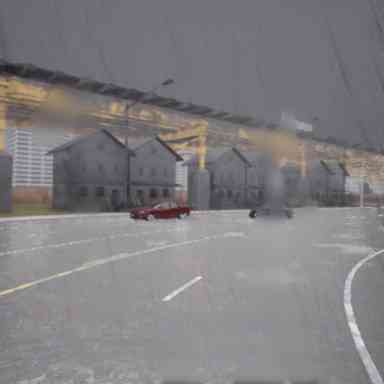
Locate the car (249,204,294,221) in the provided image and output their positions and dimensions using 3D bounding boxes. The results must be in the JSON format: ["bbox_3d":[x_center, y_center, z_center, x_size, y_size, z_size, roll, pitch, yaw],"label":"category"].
[{"bbox_3d":[6.816,1.695,28.423,4.181,1.385,1.994,1,0,-37],"label":"car"}]

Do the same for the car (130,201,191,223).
[{"bbox_3d":[-2.359,1.430,25.415,5.008,1.535,1.882,1,0,-42],"label":"car"}]
